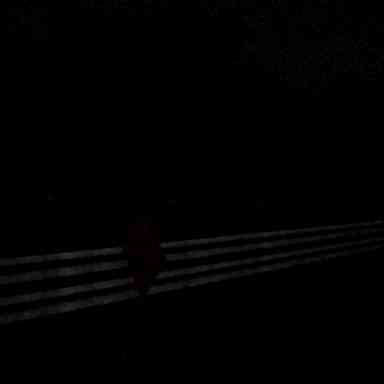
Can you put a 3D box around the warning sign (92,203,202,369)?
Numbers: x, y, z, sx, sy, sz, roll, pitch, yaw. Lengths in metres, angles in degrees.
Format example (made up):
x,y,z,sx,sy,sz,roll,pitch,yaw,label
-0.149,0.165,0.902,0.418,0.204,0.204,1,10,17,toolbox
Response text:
x,y,z,sx,sy,sz,roll,pitch,yaw,label
-0.671,1.117,4.677,1.060,1.860,1.300,0,0,-35,warning sign
